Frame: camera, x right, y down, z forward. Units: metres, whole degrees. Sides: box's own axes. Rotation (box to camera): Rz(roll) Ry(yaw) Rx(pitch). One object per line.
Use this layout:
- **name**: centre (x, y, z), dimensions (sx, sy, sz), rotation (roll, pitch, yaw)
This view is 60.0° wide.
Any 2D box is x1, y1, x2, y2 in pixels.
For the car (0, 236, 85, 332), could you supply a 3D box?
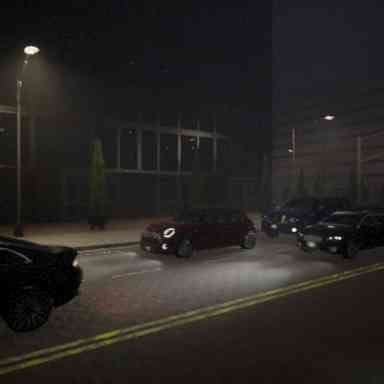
- **car**: centre (-4.250, 1.492, 5.234), dimensions (4.902, 1.511, 2.128), rotation (0, 0, -35)

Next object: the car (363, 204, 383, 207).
- **car**: centre (10.961, 1.495, 20.345), dimensions (4.892, 1.490, 1.837), rotation (0, 0, -35)

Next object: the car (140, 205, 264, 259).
- **car**: centre (0.320, 1.349, 12.788), dimensions (4.553, 1.767, 2.097), rotation (0, 0, -35)

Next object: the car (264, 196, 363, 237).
- **car**: centre (5.980, 1.215, 16.733), dimensions (5.566, 2.045, 2.150), rotation (0, 0, -35)

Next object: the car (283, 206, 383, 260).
- **car**: centre (5.996, 1.487, 12.522), dimensions (4.902, 1.511, 2.128), rotation (0, 0, -35)
